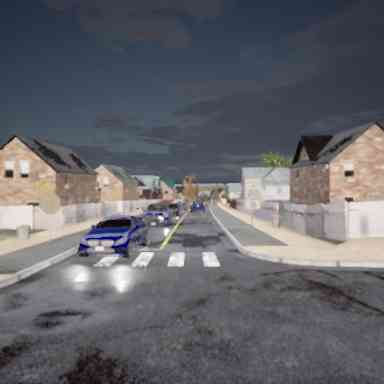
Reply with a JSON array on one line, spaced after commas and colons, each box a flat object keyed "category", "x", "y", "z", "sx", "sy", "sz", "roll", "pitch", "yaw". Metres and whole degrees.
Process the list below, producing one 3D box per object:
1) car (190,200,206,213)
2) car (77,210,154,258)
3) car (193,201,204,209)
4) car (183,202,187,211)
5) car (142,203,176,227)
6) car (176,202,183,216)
[{"category": "car", "x": 0.866, "y": 1.945, "z": 46.994, "sx": 2.097, "sy": 1.767, "sz": 4.553, "roll": 0, "pitch": -1, "yaw": 3}, {"category": "car", "x": -2.955, "y": 1.665, "z": 13.484, "sx": 1.812, "sy": 1.442, "sz": 4.674, "roll": 0, "pitch": -1, "yaw": 4}, {"category": "car", "x": 1.224, "y": 2.327, "z": 59.933, "sx": 1.812, "sy": 1.442, "sz": 4.674, "roll": 0, "pitch": -1, "yaw": 2}, {"category": "car", "x": -1.758, "y": 2.306, "z": 54.122, "sx": 2.033, "sy": 1.411, "sz": 5.357, "roll": 0, "pitch": -1, "yaw": 2}, {"category": "car", "x": -2.609, "y": 1.629, "z": 25.188, "sx": 2.097, "sy": 1.767, "sz": 4.553, "roll": 0, "pitch": -1, "yaw": 1}, {"category": "car", "x": -2.326, "y": 1.984, "z": 38.379, "sx": 1.812, "sy": 1.442, "sz": 4.674, "roll": 0, "pitch": -1, "yaw": 2}]
